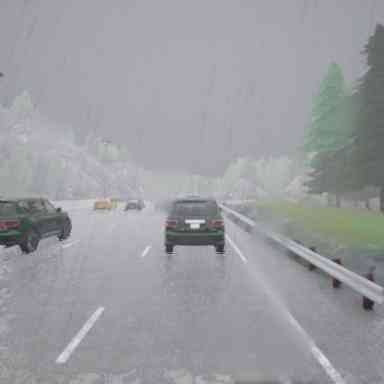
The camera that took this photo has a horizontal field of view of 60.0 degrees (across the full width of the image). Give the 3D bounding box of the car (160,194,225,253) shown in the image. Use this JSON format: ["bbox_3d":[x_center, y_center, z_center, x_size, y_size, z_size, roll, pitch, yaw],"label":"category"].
[{"bbox_3d":[0.101,1.228,13.777,2.150,2.045,5.566,0,0,0],"label":"car"}]

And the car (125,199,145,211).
[{"bbox_3d":[-6.936,1.543,40.624,1.812,1.442,4.674,0,0,0],"label":"car"}]

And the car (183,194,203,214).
[{"bbox_3d":[0.076,1.240,37.903,2.150,2.045,5.566,0,0,0],"label":"car"}]

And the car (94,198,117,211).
[{"bbox_3d":[-10.429,1.495,40.410,1.882,1.535,5.008,0,0,0],"label":"car"}]

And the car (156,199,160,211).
[{"bbox_3d":[-3.436,1.543,41.364,1.812,1.442,4.674,0,0,0],"label":"car"}]

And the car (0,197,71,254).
[{"bbox_3d":[-6.898,1.228,13.729,2.150,2.045,5.566,0,0,0],"label":"car"}]
